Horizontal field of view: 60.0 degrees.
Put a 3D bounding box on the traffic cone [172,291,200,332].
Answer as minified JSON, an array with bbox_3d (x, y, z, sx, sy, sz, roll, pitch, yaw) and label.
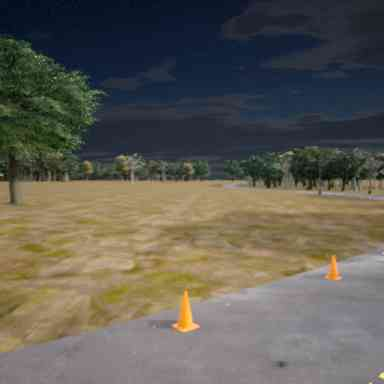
[{"bbox_3d":[-0.102,1.944,5.524,0.340,0.580,0.340,0,0,-38],"label":"traffic cone"}]

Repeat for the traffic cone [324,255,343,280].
[{"bbox_3d":[3.665,1.930,8.607,0.340,0.580,0.340,0,0,-41],"label":"traffic cone"}]
